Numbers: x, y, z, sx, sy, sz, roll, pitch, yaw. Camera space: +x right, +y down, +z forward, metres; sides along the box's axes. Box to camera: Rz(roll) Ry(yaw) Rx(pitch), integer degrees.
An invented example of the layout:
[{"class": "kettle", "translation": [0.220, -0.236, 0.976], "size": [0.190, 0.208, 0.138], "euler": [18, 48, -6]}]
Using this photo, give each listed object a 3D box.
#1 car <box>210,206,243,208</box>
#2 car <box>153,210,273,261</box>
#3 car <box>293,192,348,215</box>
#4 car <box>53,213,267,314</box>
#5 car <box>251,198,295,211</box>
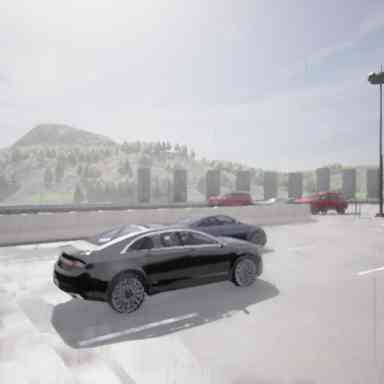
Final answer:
[{"class": "car", "translation": [4.498, 0.998, 39.151], "size": [5.566, 2.045, 2.150], "euler": [0, 0, -27]}, {"class": "car", "translation": [0.853, 1.493, 12.580], "size": [4.181, 1.385, 1.994], "euler": [0, 0, -33]}, {"class": "car", "translation": [12.071, 1.030, 31.234], "size": [5.566, 2.045, 2.150], "euler": [0, 0, -26]}, {"class": "car", "translation": [-0.496, 1.451, 7.524], "size": [4.902, 1.511, 2.128], "euler": [0, 0, -34]}, {"class": "car", "translation": [9.125, 1.378, 37.577], "size": [4.718, 1.301, 1.895], "euler": [0, 0, -26]}]
